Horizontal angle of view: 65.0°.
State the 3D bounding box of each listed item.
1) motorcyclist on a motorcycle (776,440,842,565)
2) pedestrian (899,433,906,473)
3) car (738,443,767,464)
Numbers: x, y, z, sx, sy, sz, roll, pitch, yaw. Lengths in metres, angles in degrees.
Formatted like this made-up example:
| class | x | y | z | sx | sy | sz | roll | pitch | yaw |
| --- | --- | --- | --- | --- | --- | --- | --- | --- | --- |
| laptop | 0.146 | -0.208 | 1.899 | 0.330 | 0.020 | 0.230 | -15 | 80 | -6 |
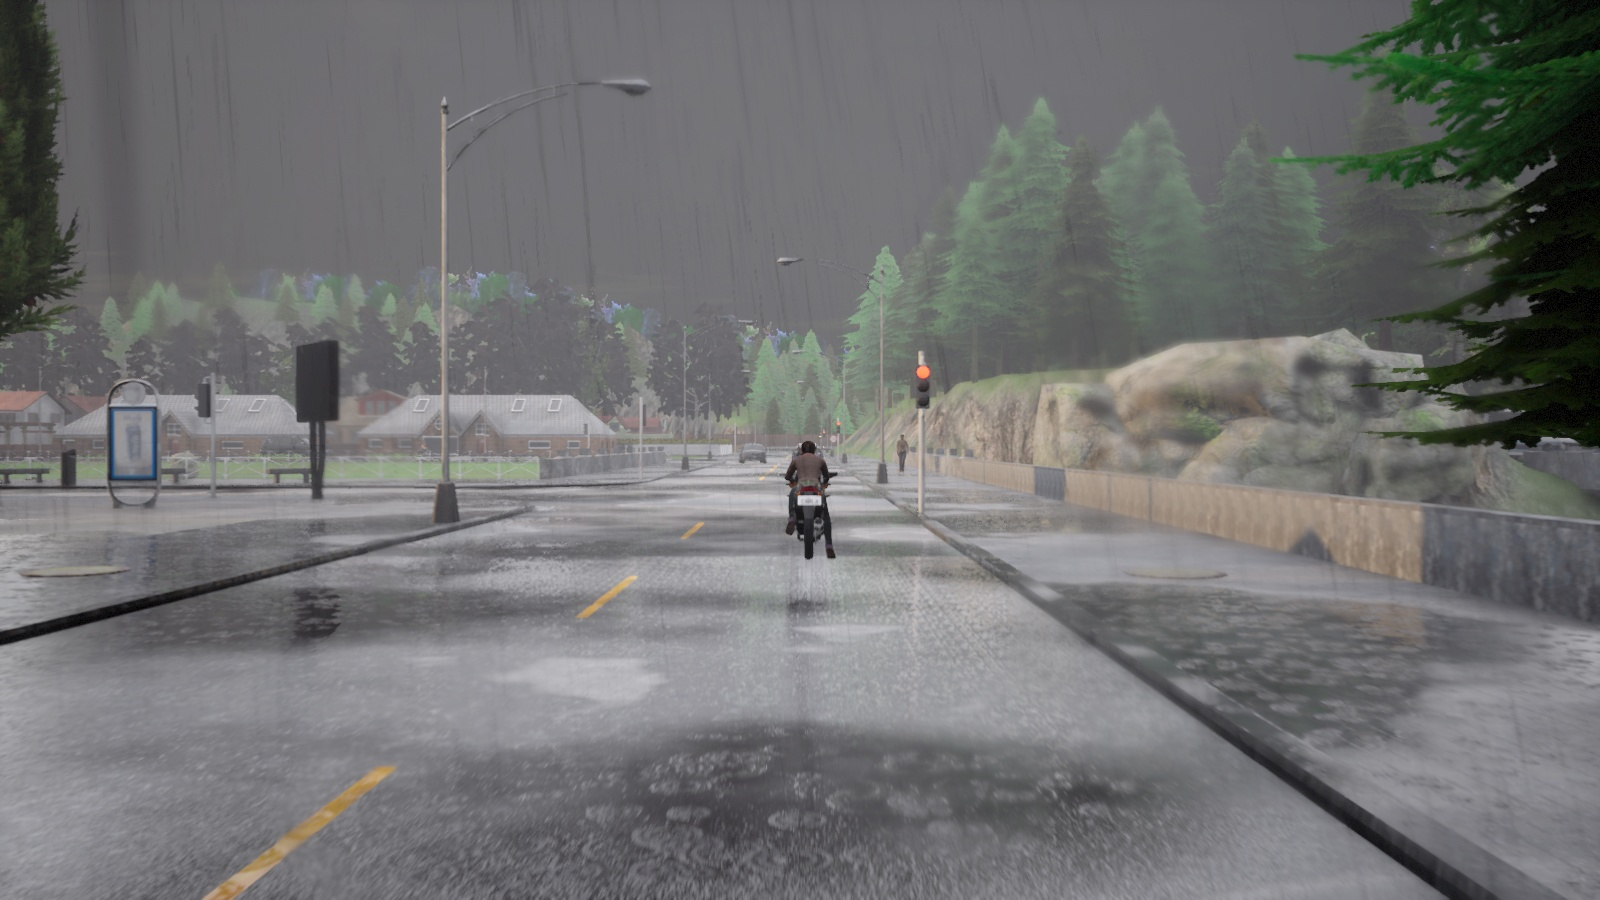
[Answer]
| class | x | y | z | sx | sy | sz | roll | pitch | yaw |
| --- | --- | --- | --- | --- | --- | --- | --- | --- | --- |
| motorcyclist on a motorcycle | 0.110 | 0.637 | 16.300 | 0.797 | 1.523 | 2.044 | 0 | 0 | 0 |
| pedestrian | 4.739 | 0.133 | 58.038 | 0.328 | 1.805 | 0.869 | 0 | 0 | 4 |
| car | -3.467 | 0.232 | 91.590 | 1.837 | 1.490 | 4.892 | 0 | 0 | -5 |
